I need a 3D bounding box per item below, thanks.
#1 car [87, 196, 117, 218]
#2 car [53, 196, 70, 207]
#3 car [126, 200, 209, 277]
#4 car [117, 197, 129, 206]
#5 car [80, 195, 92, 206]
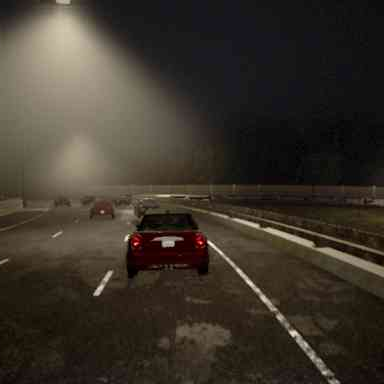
[{"bbox_3d":[-7.338,1.320,27.317,1.812,1.442,4.674,0,0,-15],"label":"car"},{"bbox_3d":[-17.679,1.202,45.103,1.812,1.442,4.674,0,0,-26],"label":"car"},{"bbox_3d":[-0.781,1.269,10.248,2.097,1.767,4.553,0,0,-6],"label":"car"},{"bbox_3d":[-9.782,1.259,44.778,1.895,1.301,4.718,0,1,-23],"label":"car"},{"bbox_3d":[-14.240,1.186,45.960,1.812,1.442,4.674,0,0,-26],"label":"car"}]
